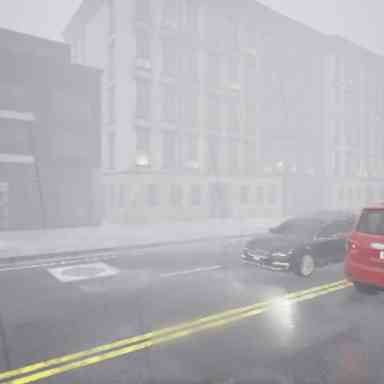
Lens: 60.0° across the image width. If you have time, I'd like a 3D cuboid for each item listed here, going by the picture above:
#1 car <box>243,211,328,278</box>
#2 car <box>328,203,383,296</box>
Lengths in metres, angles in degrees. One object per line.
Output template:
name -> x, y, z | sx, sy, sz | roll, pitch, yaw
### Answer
car -> 3.708, 1.534, 10.316 | 4.892, 1.490, 1.837 | 0, 0, -35
car -> 5.712, 1.250, 7.513 | 5.566, 2.045, 2.150 | 0, 0, -36
